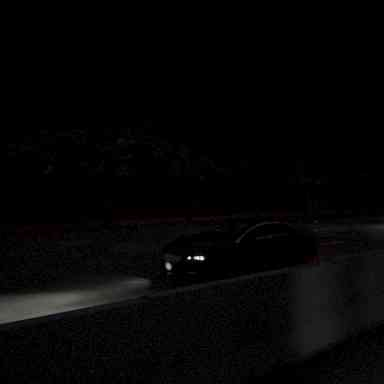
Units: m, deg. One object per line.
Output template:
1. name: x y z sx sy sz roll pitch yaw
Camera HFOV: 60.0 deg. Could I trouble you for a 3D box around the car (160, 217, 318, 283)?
1. car: 1.461 1.491 9.258 4.902 1.511 2.128 0 0 -35
